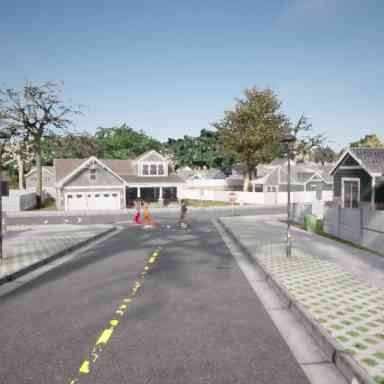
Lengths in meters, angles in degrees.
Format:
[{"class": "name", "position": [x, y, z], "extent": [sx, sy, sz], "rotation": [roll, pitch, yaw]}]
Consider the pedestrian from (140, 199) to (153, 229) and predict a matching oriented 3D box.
[{"class": "pedestrian", "position": [-2.671, 1.274, 19.483], "extent": [0.375, 1.860, 0.375], "rotation": [-3, 3, 0]}]

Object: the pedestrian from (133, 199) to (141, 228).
[{"class": "pedestrian", "position": [-3.296, 1.274, 20.080], "extent": [0.375, 1.860, 0.375], "rotation": [-3, 3, 0]}]

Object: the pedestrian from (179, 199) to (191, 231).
[{"class": "pedestrian", "position": [-0.434, 1.275, 18.865], "extent": [0.375, 1.860, 0.375], "rotation": [-3, 3, 0]}]
